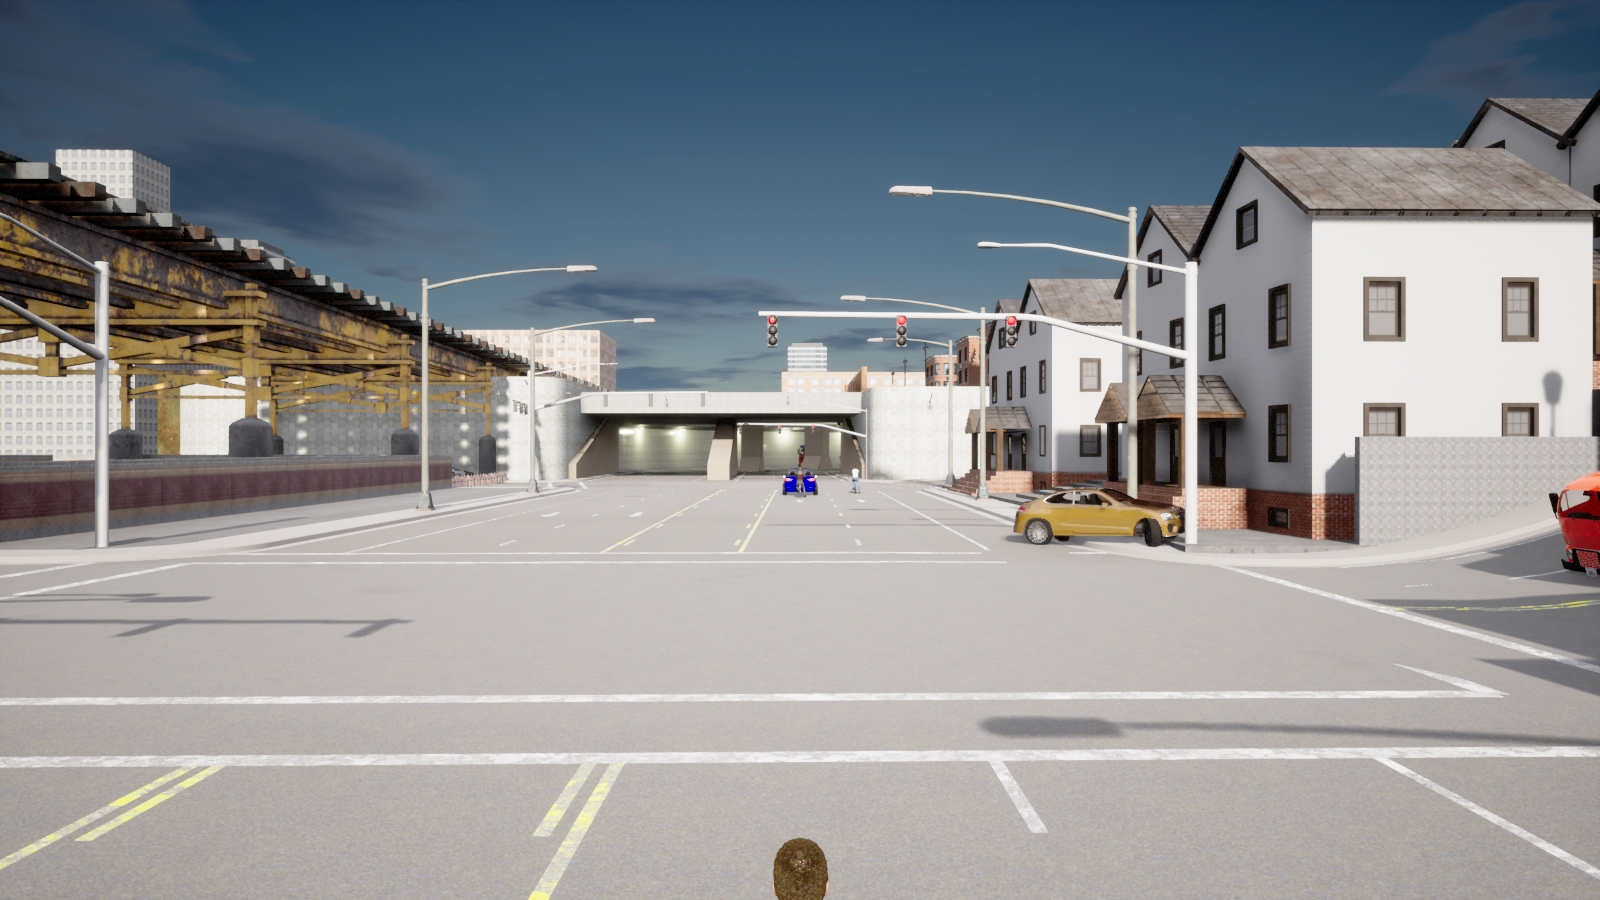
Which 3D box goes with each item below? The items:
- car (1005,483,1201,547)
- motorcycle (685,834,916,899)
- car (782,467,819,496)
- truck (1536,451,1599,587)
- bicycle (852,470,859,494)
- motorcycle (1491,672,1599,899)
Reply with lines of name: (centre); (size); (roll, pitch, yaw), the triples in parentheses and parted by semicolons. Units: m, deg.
car: (8.816, 1.903, 33.461); (5.027, 1.651, 2.152); (-3, 0, 36)
motorcycle: (0.002, 2.172, 3.626); (0.803, 1.224, 2.033); (0, 0, 0)
car: (0.007, 1.942, 71.643); (2.242, 1.667, 4.611); (0, 0, 0)
truck: (18.366, 0.881, 22.796); (5.204, 2.467, 2.627); (-16, 0, -1)
bicycle: (3.507, 2.018, 72.556); (0.373, 1.521, 1.643); (0, 0, 0)
motorcycle: (3.504, 1.905, 3.984); (0.764, 1.802, 2.356); (0, 0, 0)
